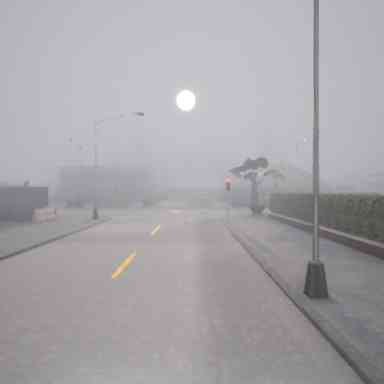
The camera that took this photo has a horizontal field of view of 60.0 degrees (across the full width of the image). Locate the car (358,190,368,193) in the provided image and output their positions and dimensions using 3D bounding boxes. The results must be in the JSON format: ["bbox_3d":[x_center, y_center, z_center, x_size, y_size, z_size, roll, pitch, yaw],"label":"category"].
[{"bbox_3d":[37.951,0.511,72.996,1.905,1.878,3.866,0,0,0],"label":"car"}]
